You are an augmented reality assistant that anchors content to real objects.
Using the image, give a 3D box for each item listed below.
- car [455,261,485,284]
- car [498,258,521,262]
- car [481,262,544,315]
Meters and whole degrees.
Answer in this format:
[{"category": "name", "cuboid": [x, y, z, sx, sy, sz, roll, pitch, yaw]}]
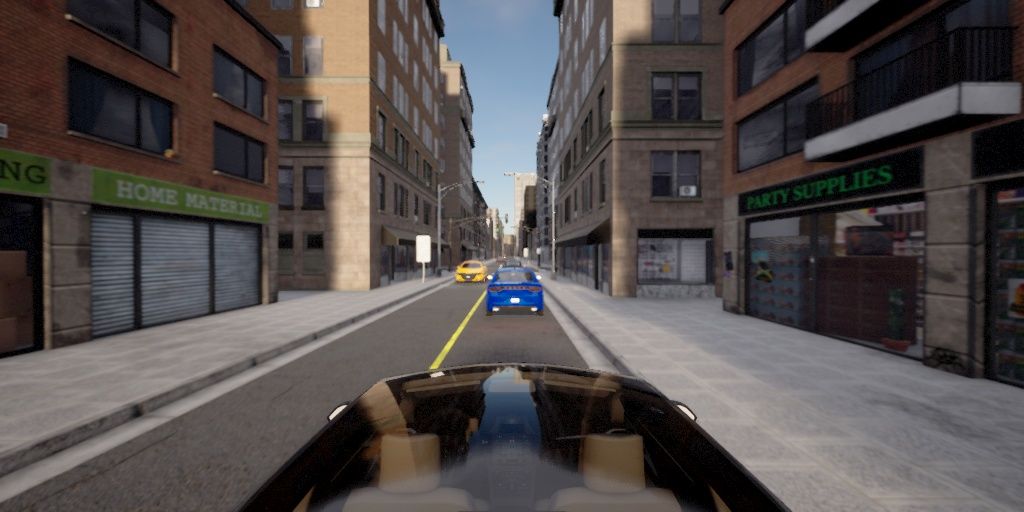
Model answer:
[{"category": "car", "cuboid": [-2.829, 1.095, 25.792, 1.882, 1.535, 5.008, 0, 0, 0]}, {"category": "car", "cuboid": [0.080, 1.108, 28.481, 1.837, 1.490, 4.892, 0, 0, 0]}, {"category": "car", "cuboid": [0.090, 1.161, 13.313, 1.882, 1.535, 5.008, 0, 1, 0]}]
